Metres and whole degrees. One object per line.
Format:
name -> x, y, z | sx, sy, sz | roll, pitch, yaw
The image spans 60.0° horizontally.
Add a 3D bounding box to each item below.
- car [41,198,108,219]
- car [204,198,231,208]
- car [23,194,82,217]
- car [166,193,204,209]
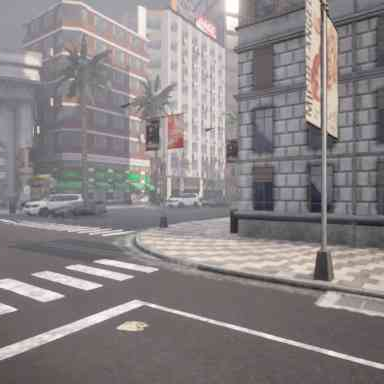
car -> -9.904, 1.547, 29.040 | 2.033, 1.411, 5.357 | 0, 0, 36
car -> 3.467, 1.546, 47.161 | 2.033, 1.411, 5.357 | 0, 0, 39
car -> -12.729, 1.220, 31.101 | 2.150, 2.045, 5.566 | 0, 0, 36
car -> -1.197, 1.222, 46.740 | 2.150, 2.045, 5.566 | 0, 0, 38
